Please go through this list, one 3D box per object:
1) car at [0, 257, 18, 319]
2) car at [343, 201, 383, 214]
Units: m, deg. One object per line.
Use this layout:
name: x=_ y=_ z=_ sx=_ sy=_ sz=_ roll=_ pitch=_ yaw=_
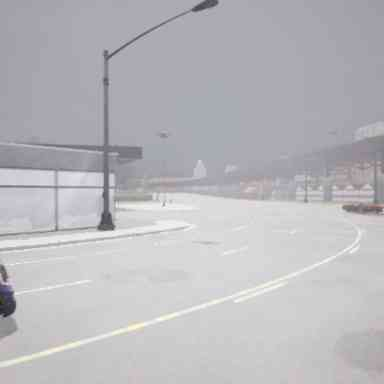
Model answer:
car: x=-5.157 y=1.394 z=4.791 sx=4.553 sy=1.767 sz=2.097 roll=0 pitch=0 yaw=-36
car: x=18.397 y=1.677 z=36.081 sx=1.895 sy=1.301 sz=4.718 roll=0 pitch=0 yaw=-6
